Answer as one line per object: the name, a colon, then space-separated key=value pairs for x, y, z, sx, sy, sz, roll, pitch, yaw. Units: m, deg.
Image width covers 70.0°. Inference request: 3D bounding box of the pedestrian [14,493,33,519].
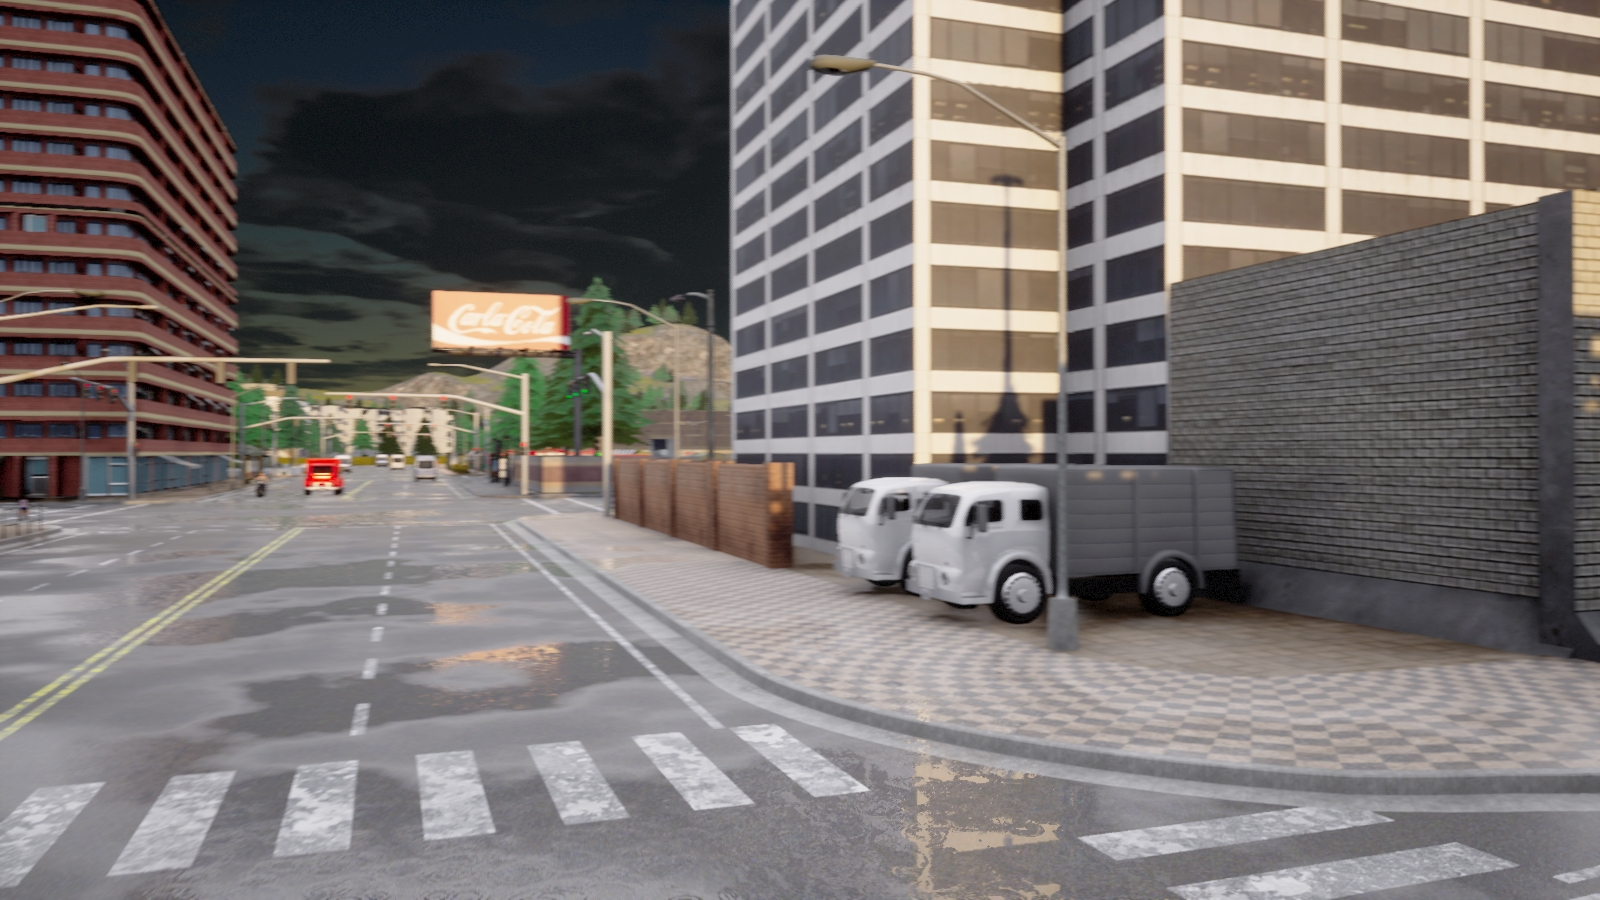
pedestrian: x=-33.245 y=2.405 z=48.922 sx=0.500 sy=1.100 sz=0.500 roll=0 pitch=0 yaw=-14
